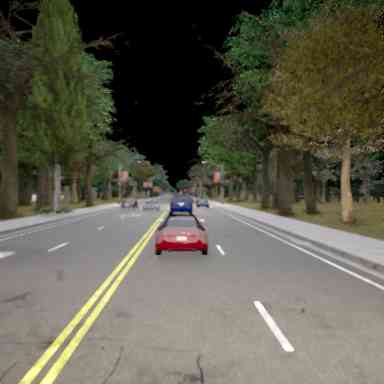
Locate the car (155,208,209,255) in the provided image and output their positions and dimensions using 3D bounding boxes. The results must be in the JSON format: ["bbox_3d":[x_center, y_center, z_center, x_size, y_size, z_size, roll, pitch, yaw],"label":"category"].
[{"bbox_3d":[-0.416,1.571,13.439,1.994,1.385,4.181,0,0,-2],"label":"car"}]

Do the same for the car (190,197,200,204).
[{"bbox_3d":[0.610,1.774,72.946,1.994,1.385,4.181,0,0,-2],"label":"car"}]

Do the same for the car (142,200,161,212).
[{"bbox_3d":[-4.716,1.630,39.032,1.895,1.301,4.718,0,0,-2],"label":"car"}]

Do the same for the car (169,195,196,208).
[{"bbox_3d":[-1.037,1.259,32.212,2.150,2.045,5.566,0,0,-2],"label":"car"}]

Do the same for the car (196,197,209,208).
[{"bbox_3d":[1.564,1.665,50.848,2.033,1.411,5.357,0,0,-2],"label":"car"}]

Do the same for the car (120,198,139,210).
[{"bbox_3d":[-8.114,1.510,43.432,2.128,1.511,4.902,0,0,-2],"label":"car"}]
